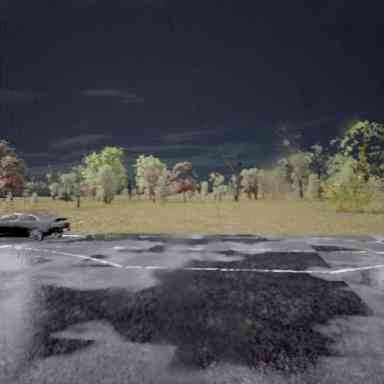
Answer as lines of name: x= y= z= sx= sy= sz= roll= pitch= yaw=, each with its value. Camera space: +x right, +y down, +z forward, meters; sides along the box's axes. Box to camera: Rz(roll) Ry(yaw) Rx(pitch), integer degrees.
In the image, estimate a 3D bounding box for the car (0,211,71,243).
car: x=-8.799 y=1.763 z=17.399 sx=4.902 sy=1.511 sz=2.128 roll=-1 pitch=0 yaw=12
